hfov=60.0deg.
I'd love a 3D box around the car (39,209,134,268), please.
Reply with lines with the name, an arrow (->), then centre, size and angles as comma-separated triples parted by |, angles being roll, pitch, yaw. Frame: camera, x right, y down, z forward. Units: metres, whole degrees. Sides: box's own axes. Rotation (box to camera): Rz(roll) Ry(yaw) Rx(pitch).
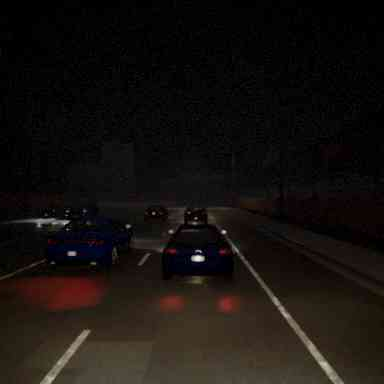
car -> -3.322, 1.590, 11.728 | 1.882, 1.535, 5.008 | 0, -1, 0

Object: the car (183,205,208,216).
car -> 0.310, 1.795, 27.227 | 2.128, 1.511, 4.902 | 0, -1, 0

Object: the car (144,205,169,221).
car -> -3.166, 1.865, 30.181 | 2.033, 1.411, 5.357 | 0, -1, 0

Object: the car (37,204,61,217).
car -> -13.818, 1.900, 33.763 | 1.895, 1.301, 4.718 | 0, -1, 1

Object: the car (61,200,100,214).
car -> -10.338, 1.647, 31.723 | 2.097, 1.767, 4.553 | 0, -1, 1

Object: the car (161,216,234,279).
car -> 0.167, 1.681, 10.442 | 1.994, 1.385, 4.181 | 0, -1, 0
